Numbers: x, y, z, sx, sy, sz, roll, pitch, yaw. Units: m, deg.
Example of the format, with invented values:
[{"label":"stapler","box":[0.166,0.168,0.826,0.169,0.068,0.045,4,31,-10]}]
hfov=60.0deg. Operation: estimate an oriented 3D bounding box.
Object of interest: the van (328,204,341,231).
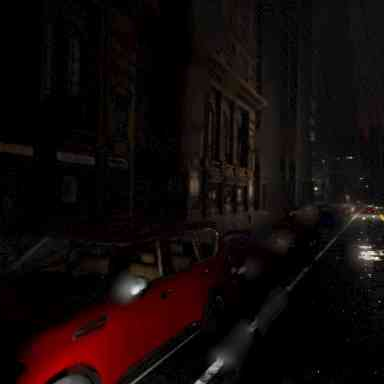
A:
[{"label":"van","box":[9.551,1.785,24.150,1.690,1.788,3.998,1,-1,28]}]

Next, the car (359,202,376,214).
[{"label":"car","box":[27.436,2.700,51.523,1.895,1.301,4.718,1,-1,28]}]

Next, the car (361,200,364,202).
[{"label":"car","box":[38.777,3.169,78.381,1.887,1.381,4.507,1,-1,28]}]

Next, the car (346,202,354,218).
[{"label":"car","box":[17.521,2.203,38.941,1.967,1.590,4.097,1,-1,28]}]

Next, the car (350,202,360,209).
[{"label":"car","box":[36.039,3.038,73.301,1.752,1.417,4.829,1,-1,28]}]

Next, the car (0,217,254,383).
[{"label":"car","box":[-1.077,1.340,4.430,2.192,1.841,5.009,1,-1,28]}]

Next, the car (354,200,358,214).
[{"label":"car","box":[22.836,2.417,48.801,1.967,1.590,4.097,1,-1,28]}]

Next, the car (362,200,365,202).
[{"label":"car","box":[41.439,3.048,83.313,2.192,1.841,5.009,1,-1,28]}]

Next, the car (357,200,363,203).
[{"label":"car","box":[33.462,2.958,68.520,2.008,1.369,4.403,1,-1,28]}]

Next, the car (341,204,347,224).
[{"label":"car","box":[12.124,2.072,28.929,1.752,1.417,4.829,1,-1,28]}]

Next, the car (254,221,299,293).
[{"label":"car","box":[1.574,1.711,9.357,1.802,1.307,4.206,1,-1,28]}]

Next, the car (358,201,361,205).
[{"label":"car","box":[28.147,2.758,58.660,1.947,1.339,4.313,1,-1,28]}]

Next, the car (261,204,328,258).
[{"label":"car","box":[4.238,1.548,14.290,2.192,1.841,5.009,1,-1,28]}]
